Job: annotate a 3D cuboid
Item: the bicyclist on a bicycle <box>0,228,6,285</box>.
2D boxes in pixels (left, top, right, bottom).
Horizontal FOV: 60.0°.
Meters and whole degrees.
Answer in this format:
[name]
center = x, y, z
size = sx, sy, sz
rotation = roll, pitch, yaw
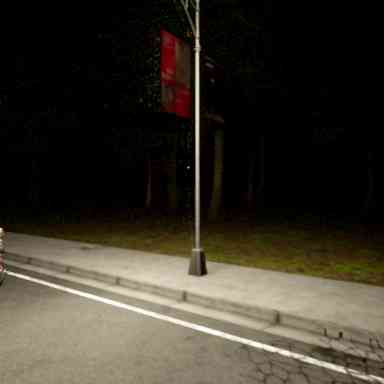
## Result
[bicyclist on a bicycle]
center = -4.969, 1.409, 8.177
size = 1.509, 1.612, 0.866
rotation = 0, 0, 36
